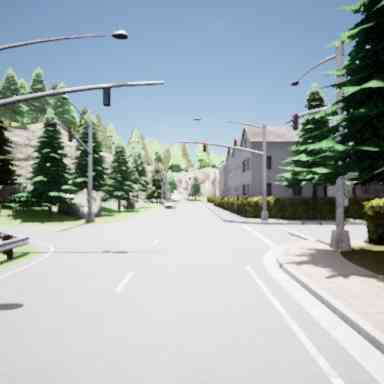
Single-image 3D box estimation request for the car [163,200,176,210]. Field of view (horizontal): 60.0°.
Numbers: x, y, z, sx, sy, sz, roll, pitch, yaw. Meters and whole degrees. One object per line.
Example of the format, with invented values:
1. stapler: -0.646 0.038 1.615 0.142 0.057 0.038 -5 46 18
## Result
1. car: -3.480 2.023 52.570 1.812 1.442 4.674 0 0 0
